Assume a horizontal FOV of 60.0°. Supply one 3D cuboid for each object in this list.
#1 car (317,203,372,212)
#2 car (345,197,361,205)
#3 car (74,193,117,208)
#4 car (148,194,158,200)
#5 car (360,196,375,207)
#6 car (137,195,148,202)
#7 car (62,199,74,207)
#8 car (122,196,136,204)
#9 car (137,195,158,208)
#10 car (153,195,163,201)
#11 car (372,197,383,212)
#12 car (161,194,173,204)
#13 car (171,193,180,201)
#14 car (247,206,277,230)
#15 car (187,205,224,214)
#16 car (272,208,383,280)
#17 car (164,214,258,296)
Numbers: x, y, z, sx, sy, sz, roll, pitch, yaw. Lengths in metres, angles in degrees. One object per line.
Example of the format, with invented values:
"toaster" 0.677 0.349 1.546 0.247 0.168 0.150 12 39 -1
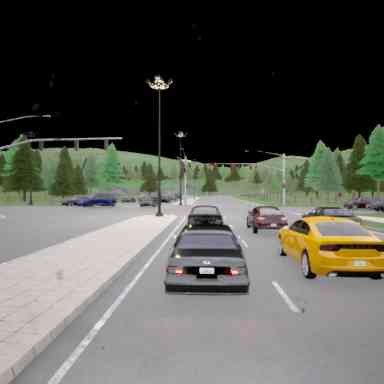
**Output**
"car" 7.764 1.547 18.878 2.033 1.411 5.357 0 0 3
"car" 21.609 1.352 41.946 4.553 1.767 2.097 0 0 3
"car" -13.542 1.221 47.901 5.566 2.045 2.150 0 1 -42
"car" -11.190 1.345 94.952 2.097 1.767 4.553 0 0 3
"car" 22.694 1.491 38.384 4.902 1.511 2.128 0 0 3
"car" -11.828 1.524 79.880 1.812 1.442 4.674 0 0 2
"car" -16.785 1.477 49.818 5.008 1.535 1.882 0 2 -35
"car" -12.435 1.563 65.501 1.994 1.385 4.181 0 0 3
"car" -6.221 1.563 47.628 1.994 1.385 4.181 0 0 2
"car" -8.272 1.552 81.190 1.994 1.385 4.181 0 0 2
"car" 22.428 1.547 34.892 5.357 1.411 2.033 0 0 3
"car" -5.465 1.600 64.889 1.895 1.301 4.718 0 0 3
"car" -4.825 1.354 79.818 2.097 1.767 4.553 0 0 2
"car" 4.279 1.526 19.264 1.812 1.442 4.674 0 0 3
"car" 0.745 1.477 18.661 1.882 1.535 5.008 0 0 3
"car" 3.943 1.478 10.046 1.882 1.535 5.008 0 0 3
"car" 0.388 1.547 8.841 2.033 1.411 5.357 0 0 2
